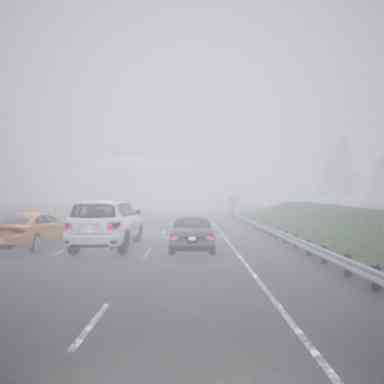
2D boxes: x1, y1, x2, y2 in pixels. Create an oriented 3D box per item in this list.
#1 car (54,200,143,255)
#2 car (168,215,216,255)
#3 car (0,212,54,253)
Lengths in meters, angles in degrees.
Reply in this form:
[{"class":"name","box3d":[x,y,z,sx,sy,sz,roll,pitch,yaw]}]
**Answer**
[{"class":"car","box3d":[-3.496,1.350,14.016,2.150,2.045,5.566,0,0,0]},{"class":"car","box3d":[0.003,1.681,13.975,2.033,1.411,5.357,0,-1,0]},{"class":"car","box3d":[-6.991,1.616,14.480,1.882,1.535,5.008,0,0,0]}]
